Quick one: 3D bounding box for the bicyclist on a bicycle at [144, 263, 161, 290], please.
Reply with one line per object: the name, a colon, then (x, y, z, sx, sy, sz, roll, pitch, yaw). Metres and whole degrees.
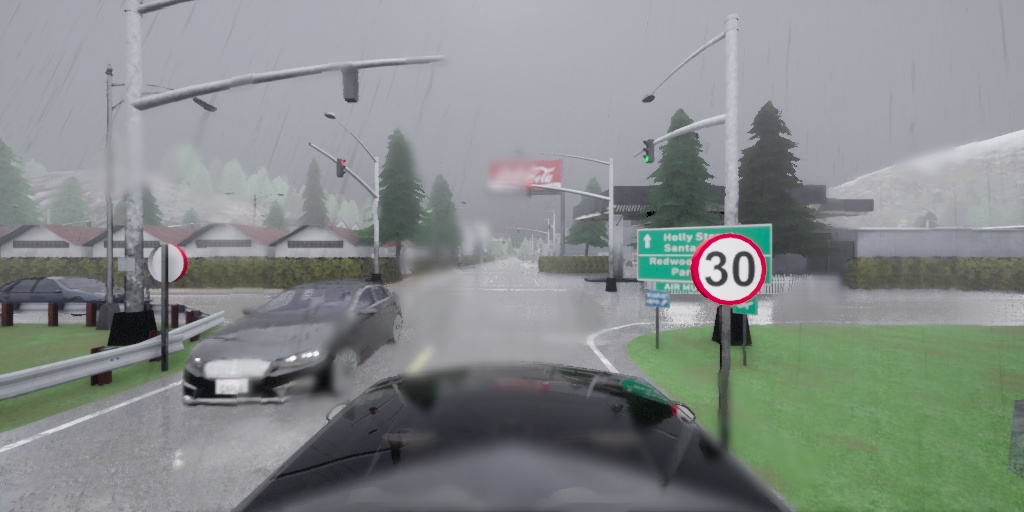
bicyclist on a bicycle: (-21.674, 1.243, 21.323, 0.582, 1.620, 1.656, 0, 0, 1)

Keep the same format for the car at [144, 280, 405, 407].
car: (-3.346, 1.237, 6.578, 2.128, 1.511, 4.902, 0, 0, -3)

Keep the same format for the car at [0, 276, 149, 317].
car: (-17.229, 1.489, 13.780, 5.357, 1.411, 2.033, 0, 0, 1)
